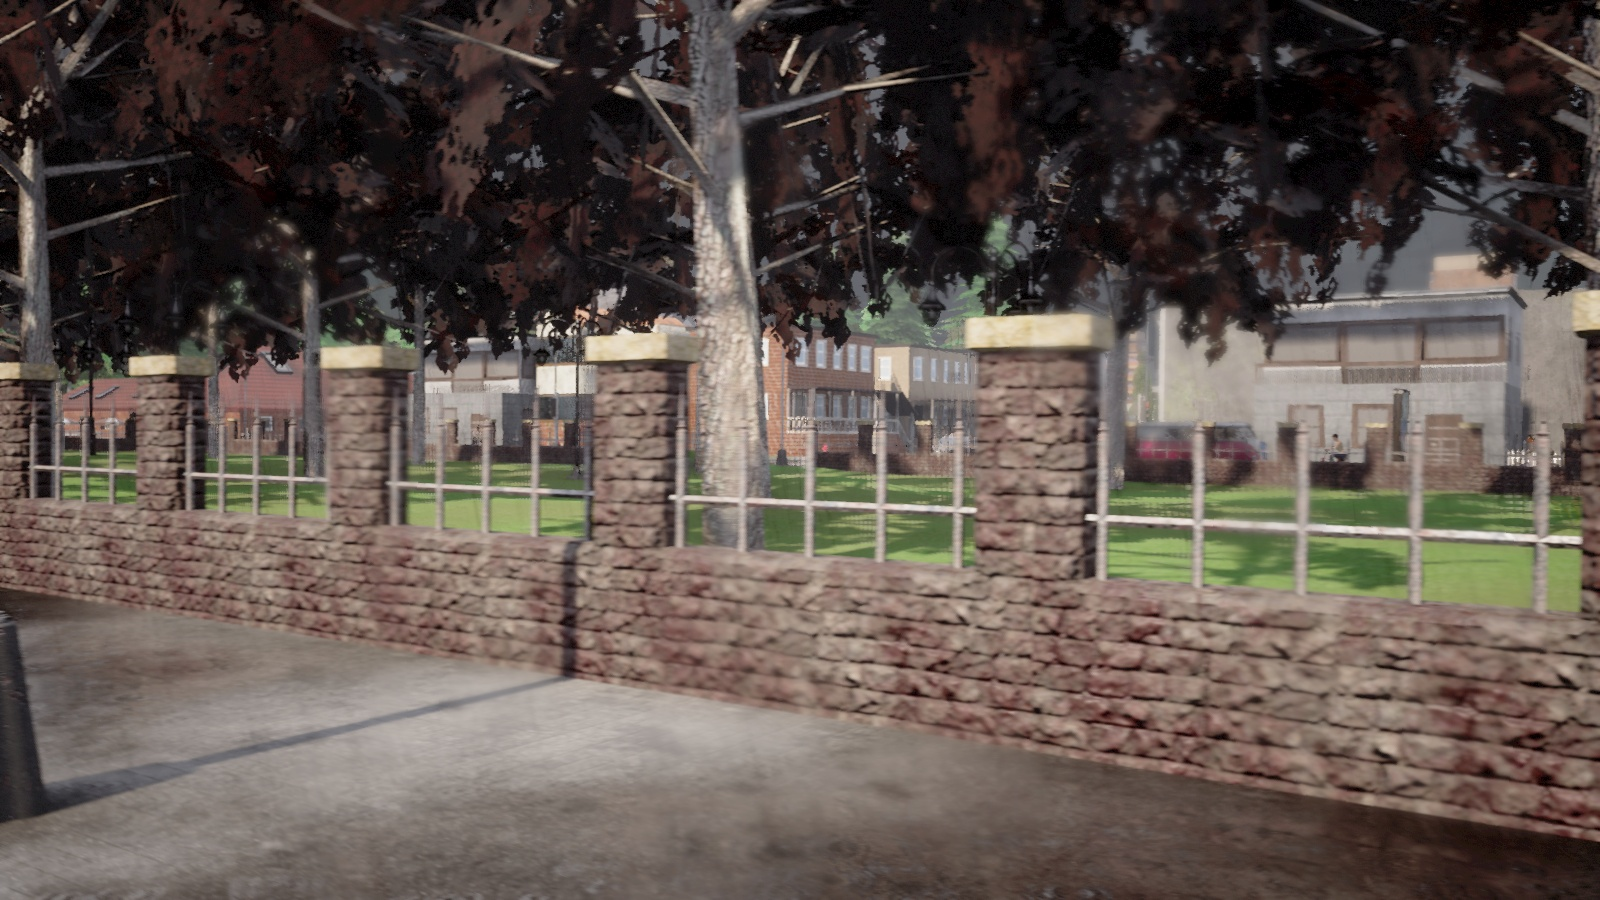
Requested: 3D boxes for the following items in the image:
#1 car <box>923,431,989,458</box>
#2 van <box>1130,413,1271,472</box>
[{"bbox_3d":[8.855,-0.339,71.135,1.812,1.442,4.674,0,1,34],"label":"car"},{"bbox_3d":[14.134,-0.268,44.388,4.442,1.987,1.775,0,1,34],"label":"van"}]
